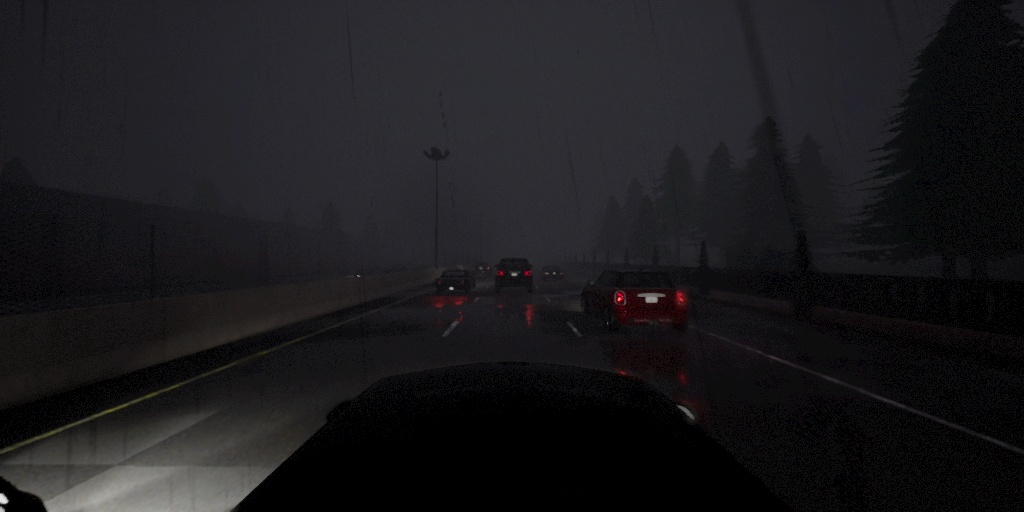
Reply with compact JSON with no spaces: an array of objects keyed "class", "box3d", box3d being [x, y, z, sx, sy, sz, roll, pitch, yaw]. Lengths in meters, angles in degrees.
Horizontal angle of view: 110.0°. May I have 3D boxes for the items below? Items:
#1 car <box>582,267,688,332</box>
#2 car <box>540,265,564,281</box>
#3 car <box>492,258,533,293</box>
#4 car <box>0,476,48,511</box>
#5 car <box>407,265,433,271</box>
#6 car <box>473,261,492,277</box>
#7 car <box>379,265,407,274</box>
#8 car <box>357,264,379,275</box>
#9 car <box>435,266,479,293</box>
[{"class":"car","box3d":[3.610,1.182,11.386,2.097,1.767,4.553,0,-1,0]},{"class":"car","box3d":[3.638,1.560,33.194,2.033,1.411,5.357,0,0,0]},{"class":"car","box3d":[0.124,1.147,22.605,2.150,2.045,5.566,0,0,0]},{"class":"car","box3d":[-3.403,1.301,0.101,1.994,1.385,4.181,0,0,0]},{"class":"car","box3d":[-10.545,1.691,42.690,1.895,1.301,4.718,0,0,0]},{"class":"car","box3d":[-3.353,1.427,40.876,2.097,1.767,4.553,0,-1,0]},{"class":"car","box3d":[-14.043,1.697,43.438,1.895,1.301,4.718,0,0,0]},{"class":"car","box3d":[-17.537,1.669,44.577,1.994,1.385,4.181,0,0,0]},{"class":"car","box3d":[-3.376,1.522,22.282,1.895,1.301,4.718,0,0,0]}]
